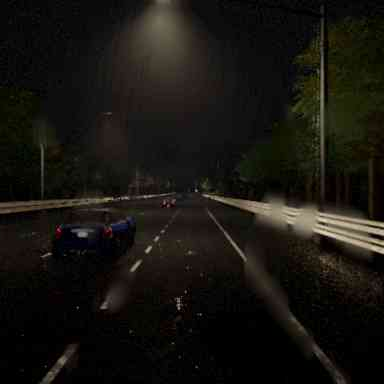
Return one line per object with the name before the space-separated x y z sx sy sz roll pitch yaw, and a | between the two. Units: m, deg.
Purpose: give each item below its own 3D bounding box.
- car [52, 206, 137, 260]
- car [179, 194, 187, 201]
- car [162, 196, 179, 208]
car | -3.453 1.363 12.644 2.097 1.767 4.553 0 0 0
car | -3.190 1.702 89.518 1.994 1.385 4.181 0 0 0
car | -3.326 1.643 49.840 1.895 1.301 4.718 0 0 0
